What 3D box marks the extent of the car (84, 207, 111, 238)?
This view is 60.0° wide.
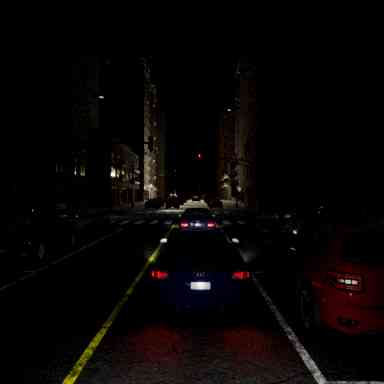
[{"bbox_3d":[-5.634,1.527,17.738,1.752,1.417,4.829,1,0,1],"label":"car"}]

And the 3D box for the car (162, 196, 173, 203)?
[{"bbox_3d":[-5.001,1.594,67.616,1.802,1.307,4.206,1,0,1],"label":"car"}]

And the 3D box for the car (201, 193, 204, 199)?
[{"bbox_3d":[3.527,1.327,67.500,2.192,1.841,5.009,1,0,1],"label":"car"}]

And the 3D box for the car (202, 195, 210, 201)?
[{"bbox_3d":[3.812,1.589,90.192,1.947,1.339,4.313,1,0,1],"label":"car"}]

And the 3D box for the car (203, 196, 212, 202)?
[{"bbox_3d":[3.668,1.599,78.846,1.802,1.307,4.206,1,0,1],"label":"car"}]

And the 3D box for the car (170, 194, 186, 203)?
[{"bbox_3d":[-2.390,1.485,55.609,1.882,1.535,5.008,0,0,1],"label":"car"}]

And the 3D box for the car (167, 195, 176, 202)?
[{"bbox_3d":[-4.855,1.457,78.960,1.967,1.590,4.097,1,0,1],"label":"car"}]

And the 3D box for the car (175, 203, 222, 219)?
[{"bbox_3d":[0.268,1.549,17.732,2.033,1.411,5.357,0,0,0],"label":"car"}]

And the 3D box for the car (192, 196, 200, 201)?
[{"bbox_3d":[1.070,1.616,84.884,1.895,1.301,4.718,0,0,1],"label":"car"}]

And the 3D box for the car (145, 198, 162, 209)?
[{"bbox_3d":[-5.289,1.550,44.926,1.887,1.381,4.507,1,0,1],"label":"car"}]

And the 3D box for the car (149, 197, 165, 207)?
[{"bbox_3d":[-5.217,1.551,50.599,1.887,1.381,4.507,1,0,1],"label":"car"}]

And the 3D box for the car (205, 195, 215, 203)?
[{"bbox_3d":[3.308,1.588,50.481,1.802,1.307,4.206,1,0,1],"label":"car"}]

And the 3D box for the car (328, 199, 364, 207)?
[{"bbox_3d":[13.988,1.499,31.876,4.553,1.767,2.097,0,-1,1],"label":"car"}]

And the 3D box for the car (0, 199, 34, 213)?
[{"bbox_3d":[-16.425,1.338,29.229,4.902,1.511,2.128,1,-1,1],"label":"car"}]

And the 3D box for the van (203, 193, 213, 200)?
[{"bbox_3d":[3.454,1.351,61.828,1.690,1.788,3.998,1,0,1],"label":"van"}]

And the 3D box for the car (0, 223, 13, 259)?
[{"bbox_3d":[-5.777,1.526,6.490,1.752,1.417,4.829,1,0,1],"label":"car"}]

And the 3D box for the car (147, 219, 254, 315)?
[{"bbox_3d":[0.175,1.565,7.668,1.994,1.385,4.181,0,0,1],"label":"car"}]

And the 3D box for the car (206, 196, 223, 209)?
[{"bbox_3d":[3.236,1.587,44.808,1.802,1.307,4.206,1,0,1],"label":"car"}]

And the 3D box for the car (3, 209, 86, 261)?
[{"bbox_3d":[-5.703,1.546,12.284,1.887,1.381,4.507,1,0,1],"label":"car"}]

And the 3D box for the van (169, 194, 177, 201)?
[{"bbox_3d":[-4.783,1.361,84.633,1.690,1.788,3.998,1,0,1],"label":"van"}]

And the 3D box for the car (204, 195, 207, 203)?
[{"bbox_3d":[3.380,1.590,56.155,1.802,1.307,4.206,1,0,1],"label":"car"}]

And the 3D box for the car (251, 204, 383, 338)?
[{"bbox_3d":[2.753,1.316,6.543,2.192,1.841,5.009,1,0,1],"label":"car"}]

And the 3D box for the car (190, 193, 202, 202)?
[{"bbox_3d":[0.946,1.556,74.185,2.033,1.411,5.357,0,0,1],"label":"car"}]

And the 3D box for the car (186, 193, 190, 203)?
[{"bbox_3d":[-2.127,1.365,69.395,2.097,1.767,4.553,0,0,1],"label":"car"}]

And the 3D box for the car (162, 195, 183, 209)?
[{"bbox_3d":[-2.587,1.553,44.536,2.033,1.411,5.357,0,0,-3],"label":"car"}]
